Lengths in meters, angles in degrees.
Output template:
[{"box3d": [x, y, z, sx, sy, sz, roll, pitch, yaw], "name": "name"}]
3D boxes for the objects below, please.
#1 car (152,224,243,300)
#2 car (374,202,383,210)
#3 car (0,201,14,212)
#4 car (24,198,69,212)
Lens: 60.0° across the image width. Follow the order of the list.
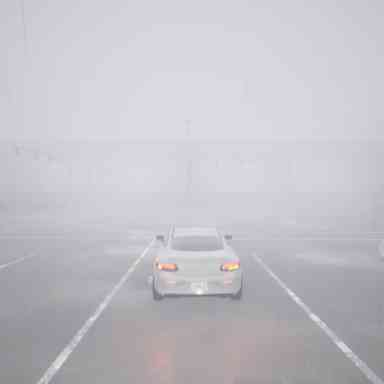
[{"box3d": [0.073, 1.524, 8.251, 1.812, 1.442, 4.674, 0, 0, -1], "name": "car"}, {"box3d": [23.300, 1.386, 37.886, 4.674, 1.442, 1.812, -1, 0, 2], "name": "car"}, {"box3d": [-21.833, 1.591, 35.605, 4.718, 1.301, 1.895, 0, 0, 2], "name": "car"}, {"box3d": [-17.004, 1.467, 38.976, 5.008, 1.535, 1.882, 0, 0, 2], "name": "car"}]
